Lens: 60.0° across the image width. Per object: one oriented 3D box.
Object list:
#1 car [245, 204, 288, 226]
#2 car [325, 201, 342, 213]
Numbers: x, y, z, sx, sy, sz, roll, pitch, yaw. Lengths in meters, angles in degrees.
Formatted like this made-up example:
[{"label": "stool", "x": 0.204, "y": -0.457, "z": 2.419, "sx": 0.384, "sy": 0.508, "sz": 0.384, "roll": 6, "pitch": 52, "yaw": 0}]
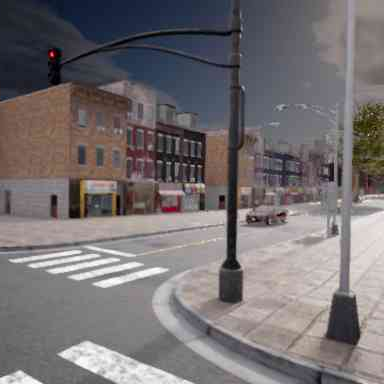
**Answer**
[{"label": "car", "x": 5.890, "y": 1.725, "z": 25.842, "sx": 1.882, "sy": 1.535, "sz": 5.008, "roll": 2, "pitch": 0, "yaw": 36}, {"label": "car", "x": 19.102, "y": 1.910, "z": 44.175, "sx": 1.882, "sy": 1.535, "sz": 5.008, "roll": 2, "pitch": 0, "yaw": 36}]
